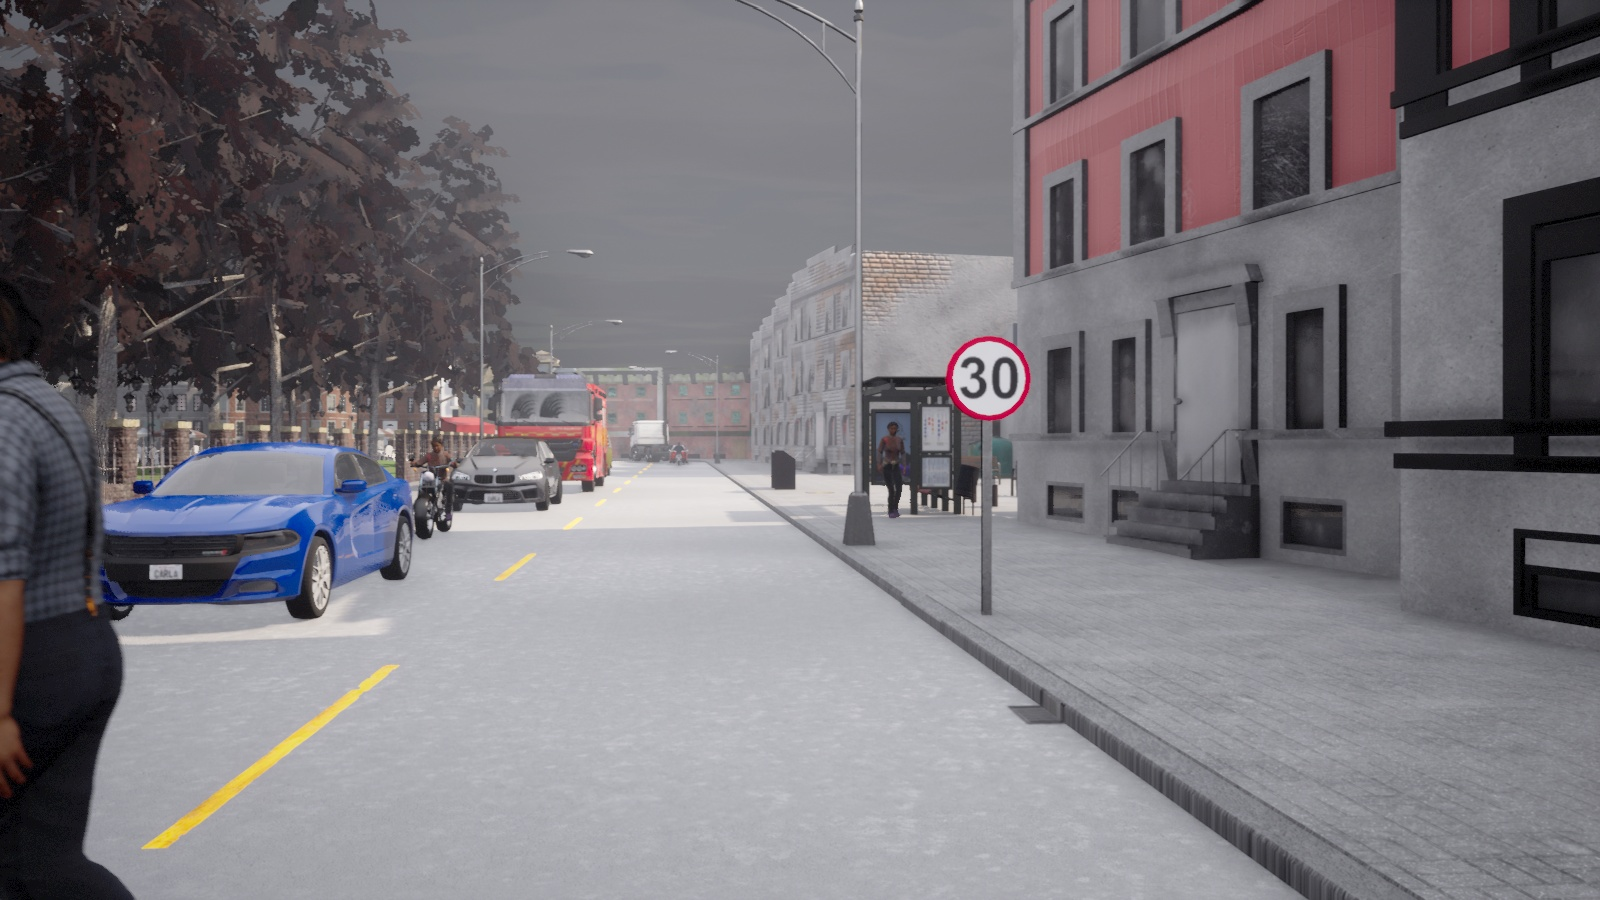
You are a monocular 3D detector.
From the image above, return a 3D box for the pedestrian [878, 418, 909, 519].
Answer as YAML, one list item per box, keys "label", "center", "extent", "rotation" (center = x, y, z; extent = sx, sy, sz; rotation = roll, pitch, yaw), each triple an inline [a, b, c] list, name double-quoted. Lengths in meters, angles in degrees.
- label: "pedestrian"
  center: [1.719, 0.333, 23.057]
  extent: [0.328, 1.805, 0.869]
  rotation: [0, 0, -12]

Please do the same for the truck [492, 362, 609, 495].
- label: "truck"
  center: [-7.897, -0.644, 40.721]
  extent: [2.891, 3.827, 8.468]
  rotation: [0, 0, -6]

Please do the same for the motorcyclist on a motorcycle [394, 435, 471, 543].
- label: "motorcyclist on a motorcycle"
  center: [-5.943, 0.582, 20.431]
  extent: [0.766, 1.649, 2.350]
  rotation: [0, 0, -5]

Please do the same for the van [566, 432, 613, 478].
- label: "van"
  center: [-9.418, 0.188, 56.428]
  extent: [1.775, 1.987, 4.442]
  rotation: [0, 0, -6]

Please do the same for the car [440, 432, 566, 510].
- label: "car"
  center: [-6.791, 0.428, 29.261]
  extent: [2.242, 1.667, 4.611]
  rotation: [0, 0, -5]

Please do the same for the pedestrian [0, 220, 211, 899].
- label: "pedestrian"
  center: [-1.710, 0.482, 2.662]
  extent: [0.694, 1.848, 0.540]
  rotation: [0, 0, -6]

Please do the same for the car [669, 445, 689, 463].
- label: "car"
  center: [-9.021, 0.290, 93.494]
  extent: [1.481, 1.376, 2.207]
  rotation: [0, 1, -6]

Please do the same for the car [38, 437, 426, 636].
- label: "car"
  center: [-5.140, 0.654, 12.249]
  extent: [1.882, 1.535, 5.008]
  rotation: [0, 0, -5]
